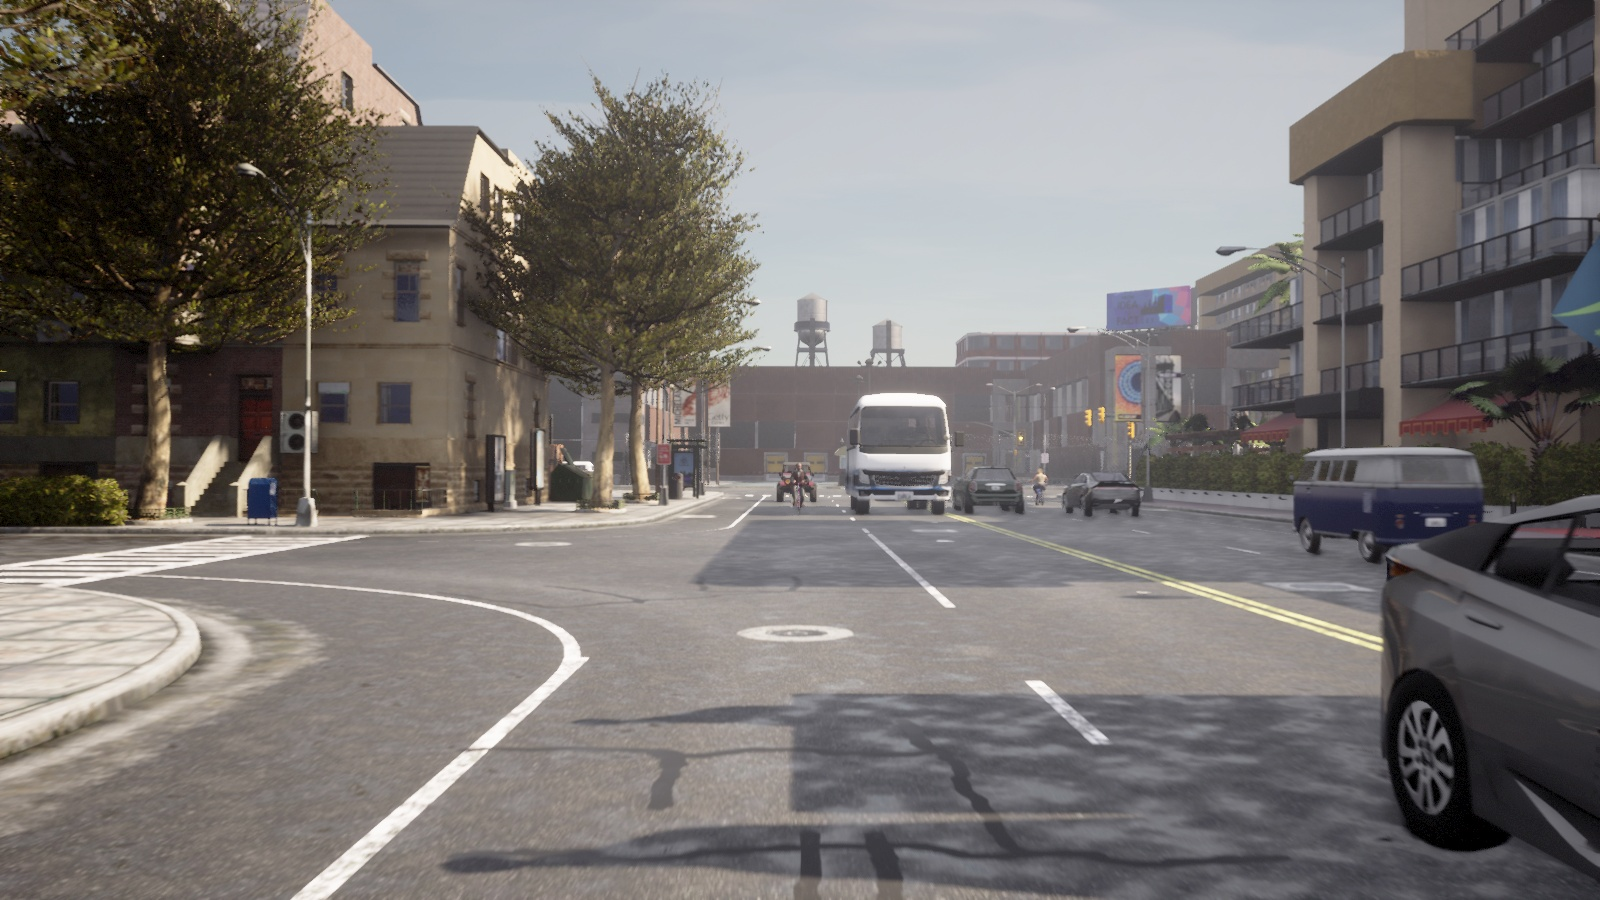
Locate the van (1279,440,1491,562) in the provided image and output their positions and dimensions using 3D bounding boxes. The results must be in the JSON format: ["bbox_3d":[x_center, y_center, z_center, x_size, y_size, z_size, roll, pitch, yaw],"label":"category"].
[{"bbox_3d":[10.433,0.867,22.792,1.775,1.987,4.442,0,-1,0],"label":"van"}]

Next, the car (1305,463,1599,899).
[{"bbox_3d":[3.490,0.802,3.900,2.007,1.525,4.514,0,-1,0],"label":"car"}]

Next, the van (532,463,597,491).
[{"bbox_3d":[-17.792,2.037,94.922,4.480,2.038,2.069,0,-1,0],"label":"van"}]

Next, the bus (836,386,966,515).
[{"bbox_3d":[3.493,0.124,46.721,3.944,4.253,10.273,0,-1,0],"label":"bus"}]

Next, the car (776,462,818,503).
[{"bbox_3d":[-0.144,1.503,59.396,1.905,1.878,3.866,0,-1,0],"label":"car"}]

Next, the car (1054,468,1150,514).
[{"bbox_3d":[10.395,1.384,43.632,2.128,1.511,4.902,0,-1,0],"label":"car"}]

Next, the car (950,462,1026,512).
[{"bbox_3d":[6.888,1.343,46.502,2.097,1.767,4.553,0,-1,0],"label":"car"}]
